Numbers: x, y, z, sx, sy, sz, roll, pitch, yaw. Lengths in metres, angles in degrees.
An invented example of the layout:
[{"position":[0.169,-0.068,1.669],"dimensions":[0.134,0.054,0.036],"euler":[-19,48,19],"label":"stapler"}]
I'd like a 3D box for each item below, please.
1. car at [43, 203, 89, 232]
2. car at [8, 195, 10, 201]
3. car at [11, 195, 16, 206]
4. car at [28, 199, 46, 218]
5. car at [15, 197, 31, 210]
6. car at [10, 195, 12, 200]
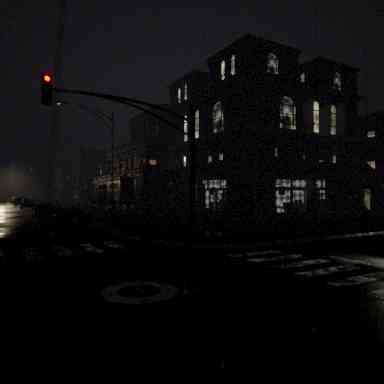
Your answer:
[{"position":[-7.474,1.569,20.032],"dimensions":[1.947,1.339,4.313],"euler":[0,0,-31],"label":"car"},{"position":[-35.780,1.607,67.443],"dimensions":[1.802,1.307,4.206],"euler":[0,0,-31],"label":"car"},{"position":[-27.287,1.456,53.220],"dimensions":[1.967,1.590,4.097],"euler":[0,0,-31],"label":"car"},{"position":[-13.134,1.588,29.513],"dimensions":[1.802,1.307,4.206],"euler":[0,0,-31],"label":"car"},{"position":[-21.627,1.562,43.737],"dimensions":[2.008,1.369,4.403],"euler":[0,0,-31],"label":"car"},{"position":[-30.119,1.569,57.961],"dimensions":[2.008,1.369,4.403],"euler":[0,0,-31],"label":"car"}]
